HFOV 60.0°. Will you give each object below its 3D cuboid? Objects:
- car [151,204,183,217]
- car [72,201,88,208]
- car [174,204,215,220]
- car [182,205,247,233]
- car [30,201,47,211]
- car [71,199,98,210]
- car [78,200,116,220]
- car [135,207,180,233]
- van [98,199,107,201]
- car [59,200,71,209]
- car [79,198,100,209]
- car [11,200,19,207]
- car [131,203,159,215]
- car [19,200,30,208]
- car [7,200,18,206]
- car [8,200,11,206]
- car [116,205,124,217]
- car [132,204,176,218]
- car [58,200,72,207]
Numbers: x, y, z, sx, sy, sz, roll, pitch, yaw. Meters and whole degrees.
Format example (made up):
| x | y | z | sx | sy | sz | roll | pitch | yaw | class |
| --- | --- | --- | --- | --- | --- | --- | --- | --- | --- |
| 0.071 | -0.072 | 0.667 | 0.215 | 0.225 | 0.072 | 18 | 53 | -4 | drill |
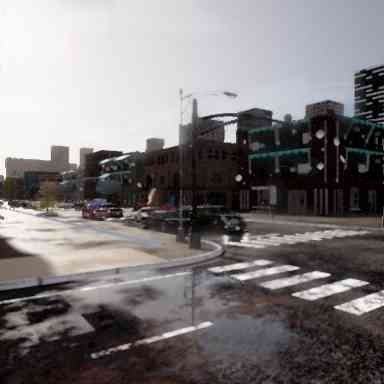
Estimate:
| x | y | z | sx | sy | sz | roll | pitch | yaw | class |
| --- | --- | --- | --- | --- | --- | --- | --- | --- | --- |
| -3.000 | 2.117 | 38.966 | 1.802 | 1.307 | 4.206 | -1 | 0 | -35 | car |
| -22.243 | 2.442 | 66.033 | 1.887 | 1.381 | 4.507 | -1 | 0 | -35 | car |
| 0.207 | 2.022 | 34.455 | 2.008 | 1.369 | 4.403 | -1 | 0 | -35 | car |
| 1.592 | 1.698 | 22.417 | 2.097 | 1.767 | 4.553 | 0 | -1 | -34 | car |
| -25.767 | 2.359 | 56.527 | 1.752 | 1.417 | 4.829 | -1 | 0 | -35 | car |
| -18.113 | 2.274 | 55.768 | 2.128 | 1.511 | 4.902 | 0 | -1 | -35 | car |
| -9.831 | 1.971 | 34.109 | 1.967 | 1.590 | 4.097 | -1 | 0 | -35 | car |
| -1.888 | 1.937 | 22.729 | 1.947 | 1.339 | 4.313 | -1 | 0 | -35 | car |
| -15.832 | 2.121 | 57.012 | 1.690 | 1.788 | 3.998 | -1 | 0 | -35 | van |
| -24.251 | 2.495 | 64.401 | 1.895 | 1.301 | 4.718 | 0 | -1 | -35 | car |
| -19.039 | 2.154 | 61.523 | 2.192 | 1.841 | 5.009 | -1 | 0 | -35 | car |
| -38.696 | 2.507 | 74.710 | 1.967 | 1.590 | 4.097 | -1 | 0 | -35 | car |
| -6.206 | 2.179 | 43.477 | 1.802 | 1.307 | 4.206 | -1 | 0 | -35 | car |
| -32.281 | 2.502 | 65.688 | 2.008 | 1.369 | 4.403 | -1 | 0 | -35 | car |
| -45.109 | 2.726 | 83.732 | 1.887 | 1.381 | 4.507 | -1 | 0 | -35 | car |
| -41.902 | 2.675 | 79.222 | 2.008 | 1.369 | 4.403 | -1 | 0 | -35 | car |
| -9.431 | 2.071 | 38.047 | 1.837 | 1.490 | 4.892 | 0 | -1 | -35 | car |
| -3.515 | 2.050 | 29.712 | 1.895 | 1.301 | 4.718 | 0 | -1 | -35 | car |
| -28.658 | 2.579 | 75.056 | 1.947 | 1.339 | 4.313 | -1 | 0 | -35 | car |
